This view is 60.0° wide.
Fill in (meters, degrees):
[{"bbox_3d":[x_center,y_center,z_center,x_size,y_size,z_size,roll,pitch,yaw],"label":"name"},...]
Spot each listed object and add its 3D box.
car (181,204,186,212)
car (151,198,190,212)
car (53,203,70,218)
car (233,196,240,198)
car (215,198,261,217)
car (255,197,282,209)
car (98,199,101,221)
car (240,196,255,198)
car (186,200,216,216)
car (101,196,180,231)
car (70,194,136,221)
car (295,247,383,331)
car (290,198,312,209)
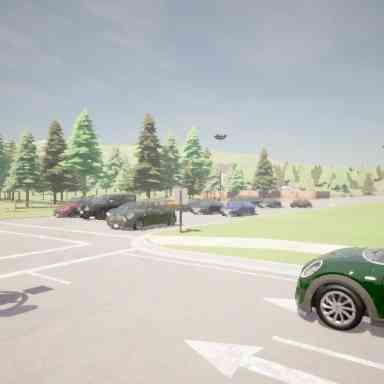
[{"bbox_3d":[0.367,1.565,37.394,1.994,1.385,4.181,0,0,35],"label":"car"},{"bbox_3d":[-2.431,1.478,39.480,1.882,1.535,5.008,0,0,36],"label":"car"},{"bbox_3d":[-9.855,1.352,29.370,2.097,1.767,4.553,0,0,36],"label":"car"},{"bbox_3d":[7.440,1.352,52.891,2.097,1.767,4.553,0,0,37],"label":"car"},{"bbox_3d":[4.395,1.525,31.036,1.812,1.442,4.674,0,0,36],"label":"car"},{"bbox_3d":[10.854,1.526,45.738,1.812,1.442,4.674,0,0,36],"label":"car"},{"bbox_3d":[-4.266,1.493,25.153,2.128,1.511,4.902,0,0,36],"label":"car"},{"bbox_3d":[9.447,1.499,49.720,1.837,1.490,4.892,0,2,36],"label":"car"},{"bbox_3d":[1.771,1.526,33.377,1.812,1.442,4.674,0,0,36],"label":"car"},{"bbox_3d":[-3.045,1.351,20.799,2.097,1.767,4.553,0,0,35],"label":"car"},{"bbox_3d":[-6.793,1.225,27.626,2.150,2.045,5.566,0,0,36],"label":"car"},{"bbox_3d":[4.081,1.352,5.378,4.553,1.767,2.097,0,0,36],"label":"car"},{"bbox_3d":[14.868,1.564,45.276,1.994,1.385,4.181,0,0,36],"label":"car"}]
